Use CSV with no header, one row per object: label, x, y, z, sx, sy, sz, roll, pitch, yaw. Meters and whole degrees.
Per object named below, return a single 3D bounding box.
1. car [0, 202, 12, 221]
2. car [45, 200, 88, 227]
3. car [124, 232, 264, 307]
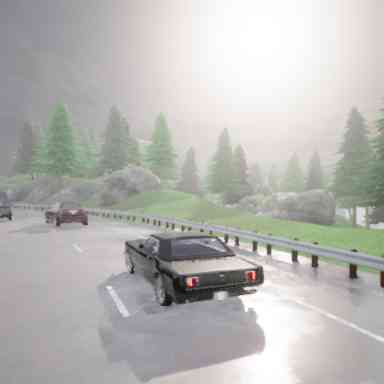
car,-16.468,1.586,27.845,2.128,1.511,4.902,0,0,-39
car,-9.144,1.442,23.982,2.097,1.767,4.553,0,0,-35
car,-0.338,1.636,8.199,1.895,1.301,4.718,0,0,-23
